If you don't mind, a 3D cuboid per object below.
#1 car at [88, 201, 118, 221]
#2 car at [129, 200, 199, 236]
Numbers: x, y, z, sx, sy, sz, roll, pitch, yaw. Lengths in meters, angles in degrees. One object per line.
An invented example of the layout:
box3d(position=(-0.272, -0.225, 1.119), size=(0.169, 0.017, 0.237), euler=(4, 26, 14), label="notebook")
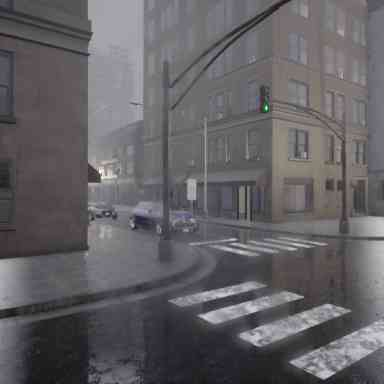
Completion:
box3d(position=(-7.390, 1.428, 26.105), size=(1.994, 1.385, 4.181), euler=(0, 0, -35), label="car")
box3d(position=(-1.595, 1.269, 17.998), size=(2.097, 1.767, 4.553), euler=(0, 0, -36), label="car")
